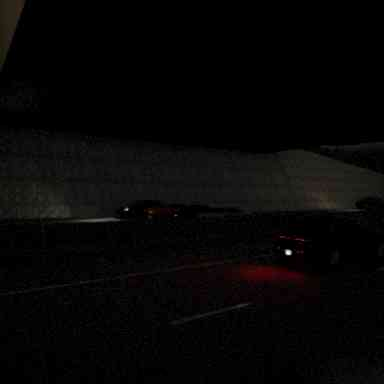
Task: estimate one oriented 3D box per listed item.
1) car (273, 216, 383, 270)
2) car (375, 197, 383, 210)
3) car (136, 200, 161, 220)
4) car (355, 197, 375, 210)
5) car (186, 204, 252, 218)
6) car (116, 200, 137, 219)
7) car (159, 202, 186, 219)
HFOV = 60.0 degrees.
[{"bbox_3d":[4.913,1.621,11.562,4.892,1.490,1.837,1,-1,-35],"label":"car"},{"bbox_3d":[31.731,1.832,52.340,5.566,2.045,2.150,1,0,-35],"label":"car"},{"bbox_3d":[-1.876,1.646,28.459,5.008,1.535,1.882,1,0,-36],"label":"car"},{"bbox_3d":[29.195,1.828,54.827,5.566,2.045,2.150,1,0,-35],"label":"car"},{"bbox_3d":[2.185,1.691,22.757,4.674,1.442,1.812,1,0,-36],"label":"car"},{"bbox_3d":[-4.654,1.511,30.775,4.553,1.767,2.097,1,0,-36],"label":"car"},{"bbox_3d":[0.146,1.692,25.602,4.674,1.442,1.812,1,0,-36],"label":"car"}]
